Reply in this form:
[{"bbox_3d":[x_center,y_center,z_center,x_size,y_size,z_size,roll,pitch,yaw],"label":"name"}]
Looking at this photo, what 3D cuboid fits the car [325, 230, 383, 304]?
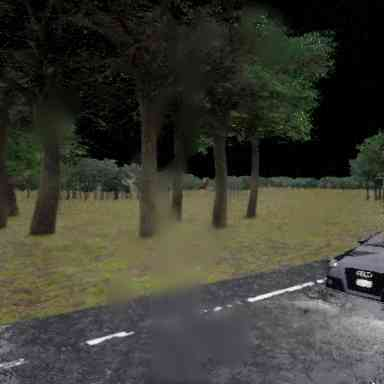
[{"bbox_3d":[4.889,1.541,7.463,4.181,1.385,1.994,0,0,-35],"label":"car"}]
